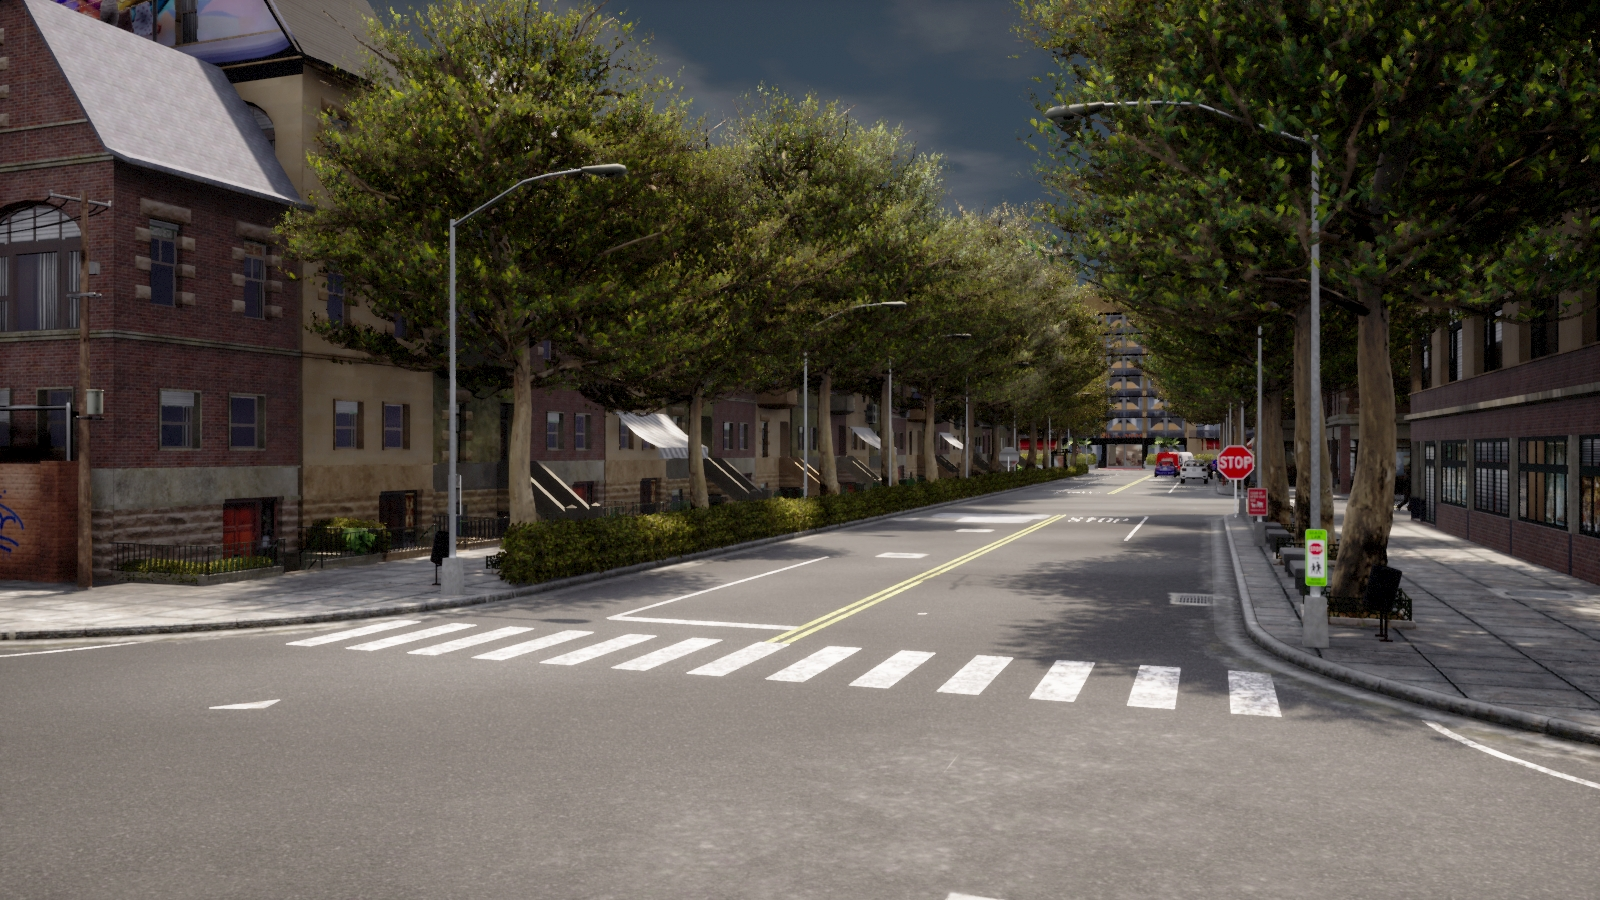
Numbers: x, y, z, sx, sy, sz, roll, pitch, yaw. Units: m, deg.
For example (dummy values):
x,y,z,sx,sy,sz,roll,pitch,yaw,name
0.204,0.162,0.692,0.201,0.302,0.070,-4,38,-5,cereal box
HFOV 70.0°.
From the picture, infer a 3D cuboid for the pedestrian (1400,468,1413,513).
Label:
x,y,z,sx,sy,sz,roll,pitch,yaw,name
25.530,1.694,48.074,0.375,1.860,0.375,0,0,-37,pedestrian
